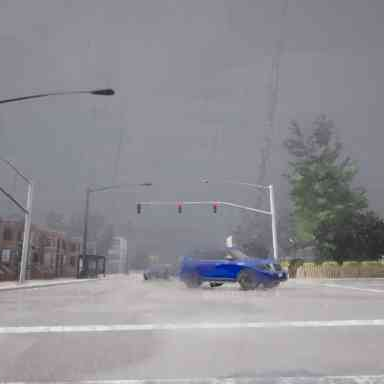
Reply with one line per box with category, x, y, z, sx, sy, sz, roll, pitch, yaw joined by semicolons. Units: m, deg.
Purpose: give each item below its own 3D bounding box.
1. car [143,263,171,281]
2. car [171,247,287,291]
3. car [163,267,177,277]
car;-3.483;7.806;32.814;2.097;1.767;4.553;-1;-13;0
car;1.832;3.794;16.649;5.566;2.045;2.150;-12;-16;40
car;-3.368;12.479;52.039;1.837;1.490;4.892;-1;-13;0
